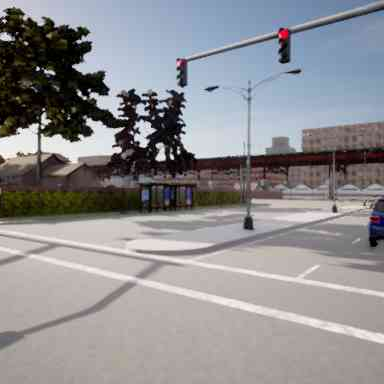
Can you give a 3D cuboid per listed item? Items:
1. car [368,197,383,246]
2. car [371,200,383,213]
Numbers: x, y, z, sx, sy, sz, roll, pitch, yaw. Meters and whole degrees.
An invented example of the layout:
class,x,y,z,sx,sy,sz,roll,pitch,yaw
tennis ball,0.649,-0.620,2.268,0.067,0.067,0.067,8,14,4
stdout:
class,x,y,z,sx,sy,sz,roll,pitch,yaw
car,9.250,1.228,14.521,2.150,2.045,5.566,1,0,37
car,21.594,1.599,37.530,1.895,1.301,4.718,1,0,36
